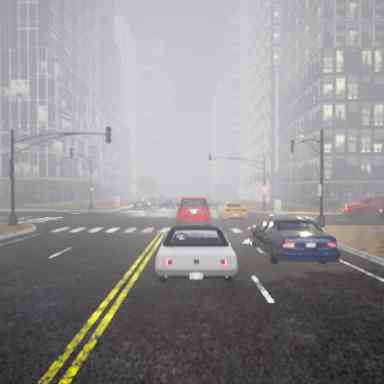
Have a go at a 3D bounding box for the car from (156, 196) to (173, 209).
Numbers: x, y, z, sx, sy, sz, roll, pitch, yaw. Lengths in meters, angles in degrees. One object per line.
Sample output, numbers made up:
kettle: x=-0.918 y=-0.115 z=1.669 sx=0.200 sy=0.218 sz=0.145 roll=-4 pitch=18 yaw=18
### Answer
car: x=-3.342 y=1.571 z=44.667 sx=1.994 sy=1.385 sz=4.181 roll=0 pitch=0 yaw=0

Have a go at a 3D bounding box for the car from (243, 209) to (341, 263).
car: x=3.353 y=1.551 z=11.885 sx=2.033 sy=1.411 sz=5.357 roll=0 pitch=0 yaw=0

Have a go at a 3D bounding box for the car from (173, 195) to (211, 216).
car: x=0.108 y=1.310 z=22.621 sx=2.150 sy=2.045 sz=5.566 roll=1 pitch=0 yaw=0

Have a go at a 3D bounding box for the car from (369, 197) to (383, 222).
car: x=16.200 y=1.543 z=24.271 sx=5.009 sy=1.841 sz=2.192 roll=1 pitch=0 yaw=1

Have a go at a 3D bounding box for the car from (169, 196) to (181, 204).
car: x=-3.255 y=1.492 z=65.015 sx=2.128 sy=1.511 sz=4.902 roll=0 pitch=0 yaw=0

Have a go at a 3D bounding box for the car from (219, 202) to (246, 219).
car: x=3.359 y=1.543 z=27.831 sx=1.882 sy=1.535 sz=5.008 roll=1 pitch=1 yaw=0

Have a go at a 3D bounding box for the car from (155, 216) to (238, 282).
car: x=0.099 y=1.604 z=9.710 sx=1.895 sy=1.301 sz=4.718 roll=0 pitch=0 yaw=0

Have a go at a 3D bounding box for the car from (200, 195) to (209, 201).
car: x=3.245 y=1.527 z=85.895 sx=2.033 sy=1.411 sz=5.357 roll=0 pitch=0 yaw=0

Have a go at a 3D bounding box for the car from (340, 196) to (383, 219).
car: x=16.398 y=1.363 z=30.056 sx=5.566 sy=2.045 sz=2.150 roll=1 pitch=1 yaw=1

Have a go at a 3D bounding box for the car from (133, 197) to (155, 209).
car: x=-6.597 y=1.498 z=44.229 sx=2.128 sy=1.511 sz=4.902 roll=0 pitch=0 yaw=0

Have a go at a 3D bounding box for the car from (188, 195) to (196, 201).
car: x=-0.005 y=1.512 z=85.477 sx=1.812 sy=1.442 sz=4.674 roll=0 pitch=0 yaw=0

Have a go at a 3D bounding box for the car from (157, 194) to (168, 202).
car: x=-6.505 y=1.351 z=74.104 sx=2.097 sy=1.767 sz=4.553 roll=0 pitch=0 yaw=0

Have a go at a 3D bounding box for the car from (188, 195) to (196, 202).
car: x=-0.005 y=1.519 z=75.675 sx=1.812 sy=1.442 sz=4.674 roll=0 pitch=0 yaw=0

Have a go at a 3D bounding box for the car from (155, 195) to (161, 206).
car: x=-6.557 y=1.482 z=53.903 sx=1.882 sy=1.535 sz=5.008 roll=0 pitch=0 yaw=-1

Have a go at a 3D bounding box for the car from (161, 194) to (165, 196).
car: x=-6.504 y=1.564 z=63.803 sx=1.994 sy=1.385 sz=4.181 roll=0 pitch=0 yaw=0

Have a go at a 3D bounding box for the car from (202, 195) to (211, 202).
car: x=3.245 y=1.473 z=75.536 sx=1.882 sy=1.535 sz=5.008 roll=0 pitch=0 yaw=0
